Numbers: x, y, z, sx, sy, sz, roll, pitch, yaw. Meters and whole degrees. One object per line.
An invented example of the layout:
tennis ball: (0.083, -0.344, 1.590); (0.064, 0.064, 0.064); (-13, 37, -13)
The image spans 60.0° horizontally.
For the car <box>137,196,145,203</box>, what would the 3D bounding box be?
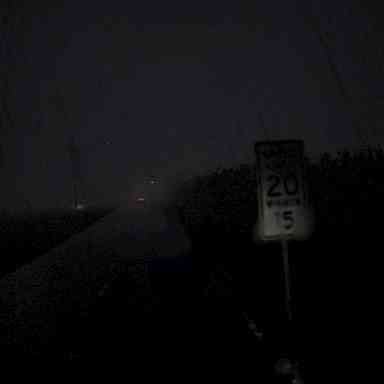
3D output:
car: (-13.846, 2.039, 90.722); (2.097, 1.767, 4.553); (-4, 0, -9)

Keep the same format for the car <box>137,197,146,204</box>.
car: (-12.235, 2.277, 80.828); (1.895, 1.301, 4.718); (-4, 0, -9)
